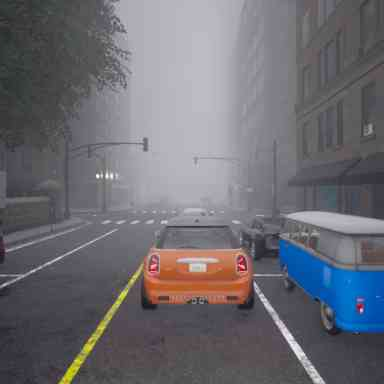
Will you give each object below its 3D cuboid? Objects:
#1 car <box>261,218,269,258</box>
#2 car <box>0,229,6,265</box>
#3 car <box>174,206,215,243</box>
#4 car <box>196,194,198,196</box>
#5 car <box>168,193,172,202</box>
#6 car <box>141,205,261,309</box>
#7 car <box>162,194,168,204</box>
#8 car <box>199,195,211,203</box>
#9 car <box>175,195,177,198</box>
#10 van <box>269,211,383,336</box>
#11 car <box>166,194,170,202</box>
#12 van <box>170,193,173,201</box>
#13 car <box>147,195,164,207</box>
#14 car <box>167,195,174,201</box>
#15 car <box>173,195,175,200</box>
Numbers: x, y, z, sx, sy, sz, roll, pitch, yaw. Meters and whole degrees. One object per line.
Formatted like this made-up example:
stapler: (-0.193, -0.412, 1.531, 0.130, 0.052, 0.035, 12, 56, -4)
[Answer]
car: (2.854, 1.563, 12.104, 1.947, 1.339, 4.313, 0, 0, 0)
car: (-5.670, 1.314, 6.401, 2.192, 1.841, 5.009, 0, 0, 0)
car: (0.098, 1.520, 16.997, 1.812, 1.442, 4.674, 0, 0, 0)
car: (2.835, 1.506, 93.893, 1.752, 1.417, 4.829, 0, 0, 0)
car: (-5.684, 1.514, 66.443, 1.887, 1.381, 4.507, 0, 0, 0)
car: (0.100, 1.351, 7.997, 2.097, 1.767, 4.553, 0, 0, 0)
car: (-5.681, 1.521, 55.541, 2.008, 1.369, 4.403, 0, 0, 0)
car: (2.841, 1.409, 66.480, 1.967, 1.590, 4.097, 0, 0, 0)
car: (-5.688, 1.289, 82.795, 2.192, 1.841, 5.009, 0, 0, 0)
van: (2.855, 1.340, 6.443, 1.690, 1.788, 3.998, 0, 0, 0)
car: (-5.683, 1.514, 60.992, 1.887, 1.381, 4.507, 0, 0, 0)
van: (-5.686, 1.311, 71.893, 1.690, 1.788, 3.998, 0, 0, 0)
car: (-5.680, 1.498, 49.920, 1.752, 1.417, 4.829, 0, 0, 0)
car: (-5.689, 1.502, 88.076, 1.752, 1.417, 4.829, 0, 0, 0)
car: (-5.686, 1.522, 77.344, 2.008, 1.369, 4.403, 0, 0, 0)
